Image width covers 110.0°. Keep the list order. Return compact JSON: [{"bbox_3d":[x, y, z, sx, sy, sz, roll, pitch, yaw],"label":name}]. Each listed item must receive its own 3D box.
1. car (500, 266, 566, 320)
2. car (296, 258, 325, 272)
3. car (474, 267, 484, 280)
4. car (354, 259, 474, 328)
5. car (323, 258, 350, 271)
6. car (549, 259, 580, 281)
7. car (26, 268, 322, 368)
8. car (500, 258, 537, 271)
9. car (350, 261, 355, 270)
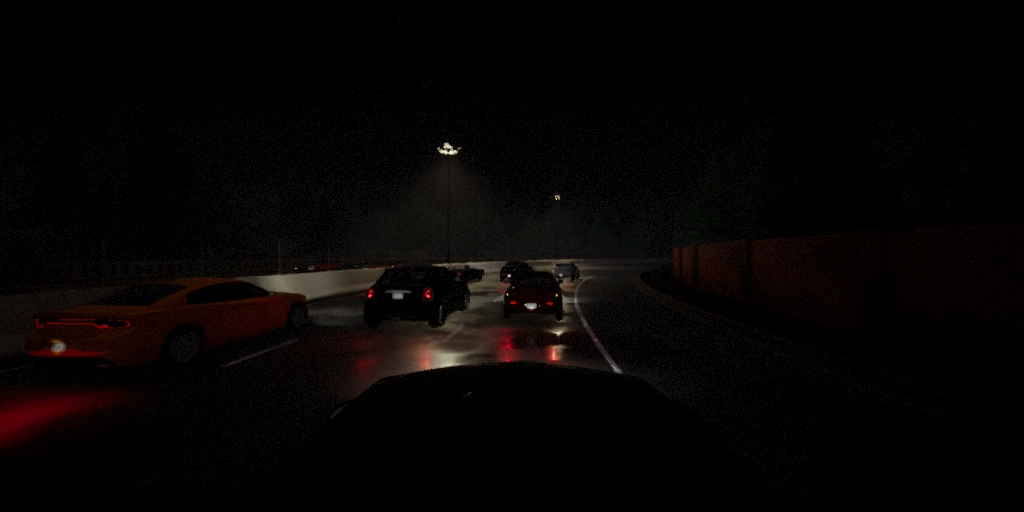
[{"bbox_3d":[0.811,1.238,12.466,1.812,1.442,4.674,0,0,6],"label":"car"},{"bbox_3d":[-16.859,0.981,31.801,2.097,1.767,4.553,0,0,16],"label":"car"},{"bbox_3d":[-3.615,1.259,26.719,1.895,1.301,4.718,0,0,15],"label":"car"},{"bbox_3d":[-2.792,1.065,11.518,2.097,1.767,4.553,0,0,5],"label":"car"},{"bbox_3d":[-13.485,1.139,30.992,1.837,1.490,4.892,0,0,16],"label":"car"},{"bbox_3d":[4.350,1.183,29.024,1.812,1.442,4.674,0,0,17],"label":"car"},{"bbox_3d":[-6.622,1.200,7.832,1.882,1.535,5.008,0,0,4],"label":"car"},{"bbox_3d":[0.459,1.162,28.228,1.837,1.490,4.892,0,0,16],"label":"car"},{"bbox_3d":[-10.404,0.997,28.914,2.097,1.767,4.553,0,0,16],"label":"car"}]
